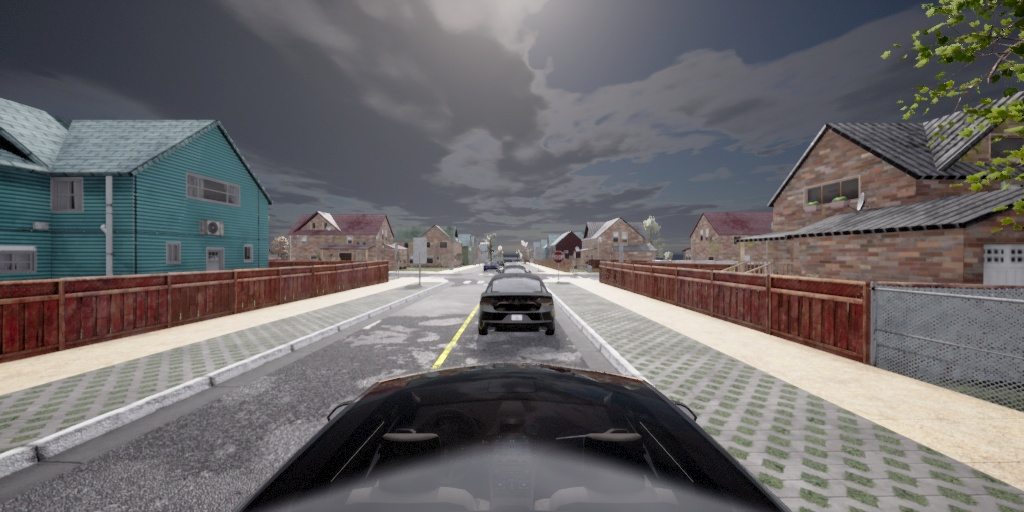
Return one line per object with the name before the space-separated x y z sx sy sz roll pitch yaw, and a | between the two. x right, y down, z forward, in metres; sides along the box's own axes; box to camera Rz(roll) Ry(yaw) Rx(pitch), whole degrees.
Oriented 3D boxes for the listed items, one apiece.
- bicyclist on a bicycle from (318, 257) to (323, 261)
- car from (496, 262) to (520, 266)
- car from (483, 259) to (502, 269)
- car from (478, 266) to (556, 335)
bicyclist on a bicycle | -20.073 0.953 37.600 0.582 1.620 1.656 0 0 0
car | 0.144 1.275 21.563 1.812 1.442 4.674 0 0 0
car | -2.741 1.400 47.148 1.895 1.301 4.718 0 0 0
car | 0.117 1.227 10.490 1.882 1.535 5.008 0 0 0
